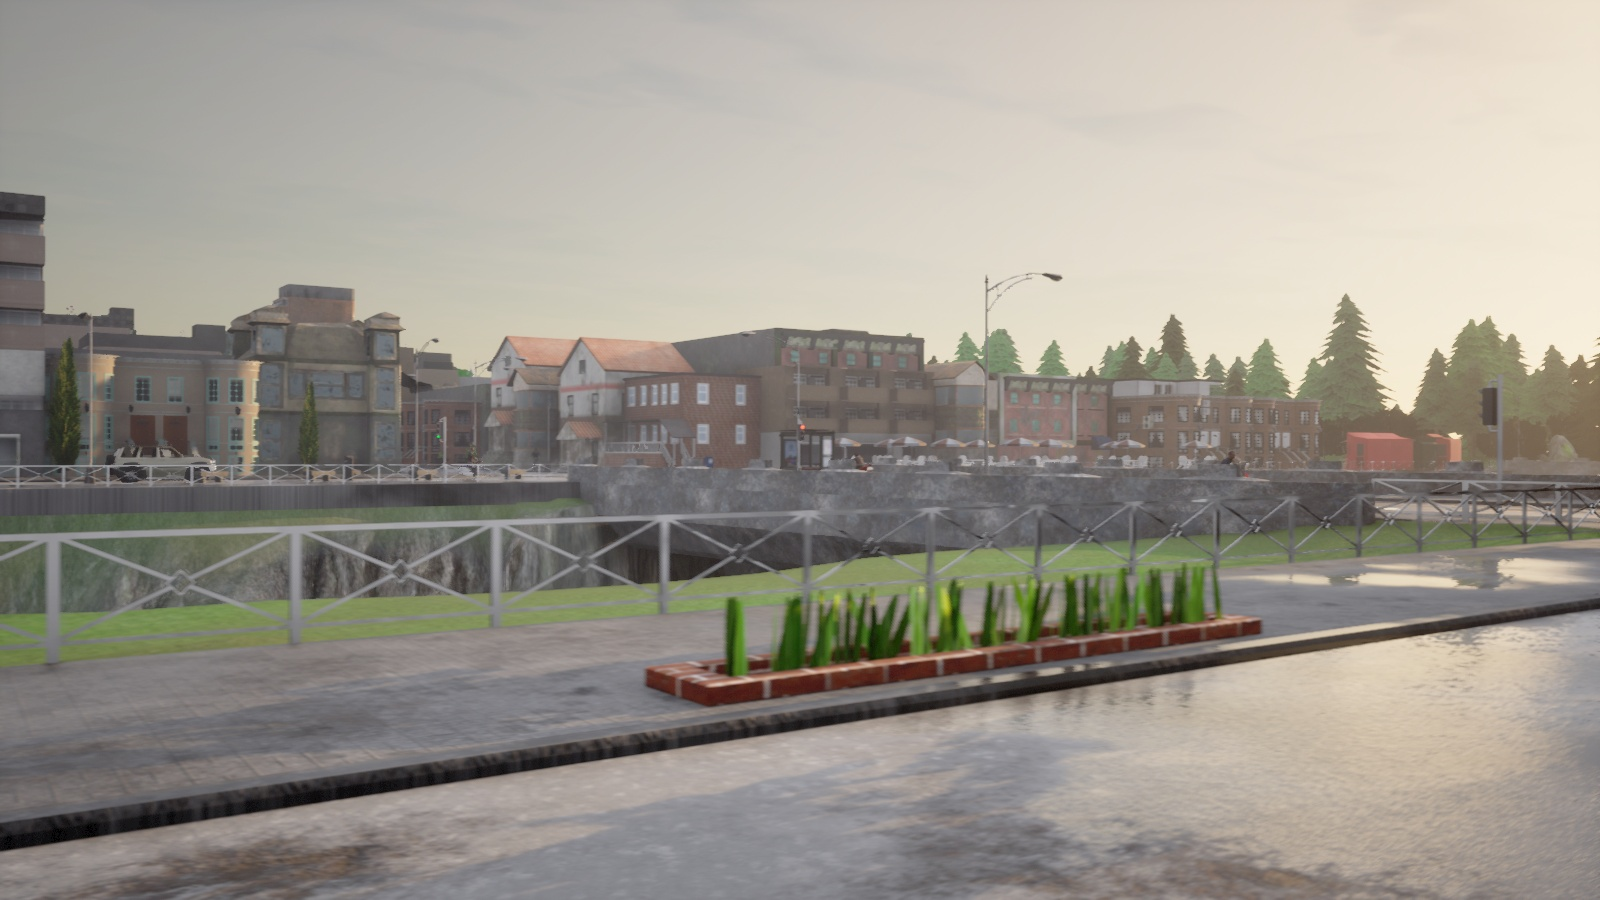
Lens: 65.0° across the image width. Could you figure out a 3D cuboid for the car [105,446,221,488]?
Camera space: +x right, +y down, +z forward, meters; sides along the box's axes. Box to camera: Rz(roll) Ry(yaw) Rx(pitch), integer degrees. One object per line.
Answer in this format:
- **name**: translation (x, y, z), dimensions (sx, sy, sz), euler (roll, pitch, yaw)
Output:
- **car**: translation (-29.779, 0.768, 58.741), dimensions (4.605, 1.855, 1.932), euler (0, 0, -35)
